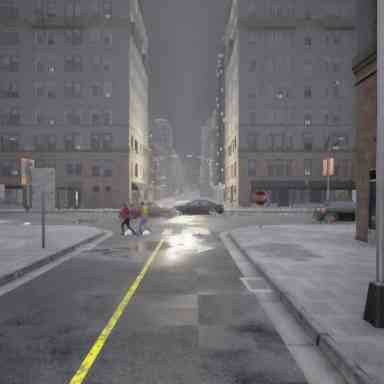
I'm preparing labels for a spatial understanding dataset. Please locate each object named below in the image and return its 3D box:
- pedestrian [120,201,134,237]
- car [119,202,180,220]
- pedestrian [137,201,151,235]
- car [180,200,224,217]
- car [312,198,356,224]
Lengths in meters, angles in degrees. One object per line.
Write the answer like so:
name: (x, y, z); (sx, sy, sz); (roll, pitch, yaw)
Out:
pedestrian: (-3.255, 1.294, 16.597); (0.375, 1.860, 0.375); (0, 0, 0)
car: (-3.583, 1.532, 27.131); (4.674, 1.442, 1.812); (0, 0, 0)
pedestrian: (-2.489, 1.294, 17.198); (0.375, 1.860, 0.375); (0, 0, 0)
car: (0.424, 1.475, 30.581); (5.008, 1.535, 1.882); (0, 0, 0)
car: (11.153, 1.342, 23.877); (4.553, 1.767, 2.097); (0, 0, 0)
